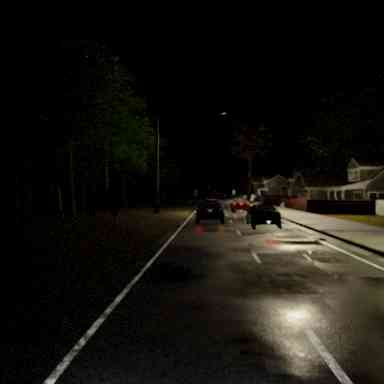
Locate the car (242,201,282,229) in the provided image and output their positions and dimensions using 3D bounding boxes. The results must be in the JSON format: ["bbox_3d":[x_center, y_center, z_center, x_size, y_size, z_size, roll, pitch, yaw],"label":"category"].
[{"bbox_3d":[4.697,1.557,22.151,1.837,1.490,4.892,0,-1,3],"label":"car"}]

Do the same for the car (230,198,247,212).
[{"bbox_3d":[5.719,1.452,39.869,2.097,1.767,4.553,0,0,3],"label":"car"}]

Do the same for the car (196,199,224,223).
[{"bbox_3d":[1.420,1.408,26.129,2.097,1.767,4.553,0,0,3],"label":"car"}]

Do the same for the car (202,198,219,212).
[{"bbox_3d":[2.354,1.593,42.308,2.128,1.511,4.902,0,0,3],"label":"car"}]
